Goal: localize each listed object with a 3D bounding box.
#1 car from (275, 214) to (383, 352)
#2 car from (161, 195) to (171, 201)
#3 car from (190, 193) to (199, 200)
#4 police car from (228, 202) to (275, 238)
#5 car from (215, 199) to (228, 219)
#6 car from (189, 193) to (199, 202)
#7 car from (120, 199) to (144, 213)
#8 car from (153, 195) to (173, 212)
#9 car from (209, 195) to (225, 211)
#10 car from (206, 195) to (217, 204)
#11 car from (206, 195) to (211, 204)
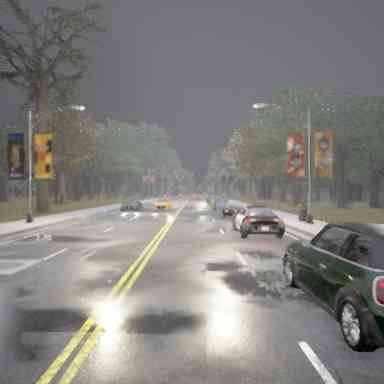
[{"bbox_3d":[3.254,1.333,6.299,2.097,1.767,4.553,0,0,0],"label":"car"},{"bbox_3d":[-5.938,1.261,76.794,1.895,1.301,4.718,0,0,1],"label":"car"},{"bbox_3d":[0.708,1.054,86.438,2.097,1.767,4.553,0,0,1],"label":"car"},{"bbox_3d":[3.279,1.455,17.321,2.038,1.542,4.974,0,0,0],"label":"police car"},{"bbox_3d":[3.327,1.521,28.340,1.895,1.301,4.718,0,0,0],"label":"car"},{"bbox_3d":[0.476,1.124,70.733,2.097,1.767,4.553,0,0,1],"label":"car"},{"bbox_3d":[-6.464,1.463,36.128,1.994,1.385,4.181,0,0,1],"label":"car"},{"bbox_3d":[-3.204,1.374,37.241,1.882,1.535,5.008,0,0,0],"label":"car"},{"bbox_3d":[3.398,1.440,39.300,2.033,1.411,5.357,0,0,0],"label":"car"},{"bbox_3d":[3.609,1.349,61.280,1.837,1.490,4.892,0,0,1],"label":"car"},{"bbox_3d":[3.494,1.323,50.479,1.801,1.575,5.366,0,0,1],"label":"car"}]
